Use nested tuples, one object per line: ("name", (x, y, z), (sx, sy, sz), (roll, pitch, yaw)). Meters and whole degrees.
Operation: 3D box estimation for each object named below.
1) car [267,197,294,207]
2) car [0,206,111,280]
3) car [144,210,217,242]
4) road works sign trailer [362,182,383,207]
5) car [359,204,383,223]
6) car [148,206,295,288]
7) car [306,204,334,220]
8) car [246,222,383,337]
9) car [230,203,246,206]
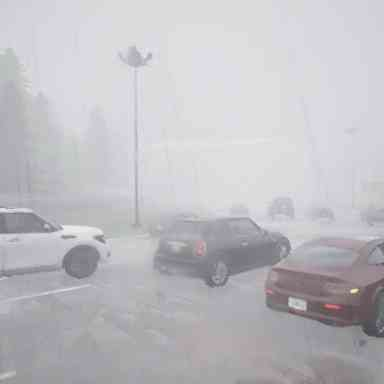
("car", (8.766, 1.547, 33.200), (2.150, 2.045, 5.566), (0, -1, 7))
("car", (-5.007, 1.383, 8.793), (5.566, 2.045, 2.150), (0, 0, -38))
("car", (-0.530, 1.807, 18.888), (1.994, 1.385, 4.181), (-1, -1, 36))
("road works sign trailer", (19.504, 0.716, 35.875), (2.380, 3.560, 2.880), (-1, -1, 0))
("car", (13.852, 1.665, 24.881), (2.128, 1.511, 4.902), (-1, -1, 18))
("car", (1.091, 1.468, 9.971), (2.097, 1.767, 4.553), (-2, -1, 45))
("car", (11.714, 1.790, 30.578), (1.812, 1.442, 4.674), (0, -1, 11))
("car", (3.291, 1.582, 6.786), (4.674, 1.442, 1.812), (0, -1, -44))
("car", (5.521, 2.000, 39.585), (1.994, 1.385, 4.181), (-1, -1, 2))
